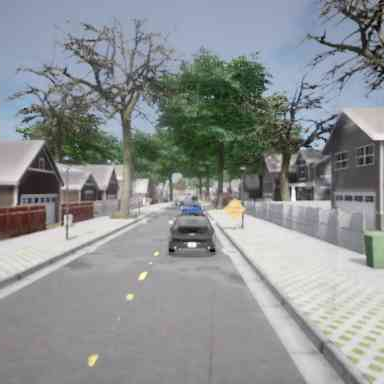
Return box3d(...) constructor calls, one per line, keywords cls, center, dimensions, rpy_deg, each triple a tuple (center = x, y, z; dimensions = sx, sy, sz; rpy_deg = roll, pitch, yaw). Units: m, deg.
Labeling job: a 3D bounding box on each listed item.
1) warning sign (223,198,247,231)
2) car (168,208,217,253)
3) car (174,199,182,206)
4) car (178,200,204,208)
box3d(cls="warning sign", center=(2.532, 1.309, 19.773), dimensions=(1.300, 1.860, 1.060), rpy_deg=(0, 0, 0))
box3d(cls="car", center=(0.009, 1.648, 14.300), dimensions=(1.837, 1.490, 4.892), rpy_deg=(0, 0, 0))
box3d(cls="car", center=(-2.724, 2.249, 70.962), dimensions=(2.128, 1.511, 4.902), rpy_deg=(0, -1, 0))
box3d(cls="car", center=(0.015, 1.769, 29.469), dimensions=(1.882, 1.535, 5.008), rpy_deg=(0, 0, 0))
